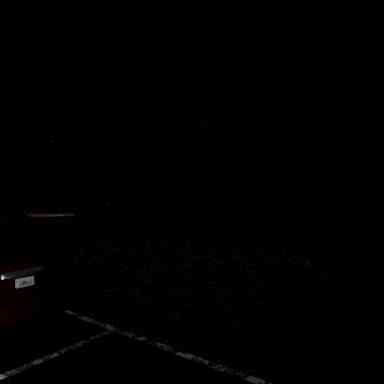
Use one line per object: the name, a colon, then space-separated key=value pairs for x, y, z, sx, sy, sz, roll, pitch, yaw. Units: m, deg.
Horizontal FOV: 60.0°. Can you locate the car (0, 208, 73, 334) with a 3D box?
car: x=-4.212 y=1.316 z=5.967 sx=5.009 sy=1.841 sz=2.192 roll=0 pitch=-1 yaw=36

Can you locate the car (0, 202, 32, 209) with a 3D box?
car: x=-17.483 y=1.654 z=30.917 sx=2.128 sy=1.511 sz=4.902 roll=-1 pitch=-1 yaw=37
